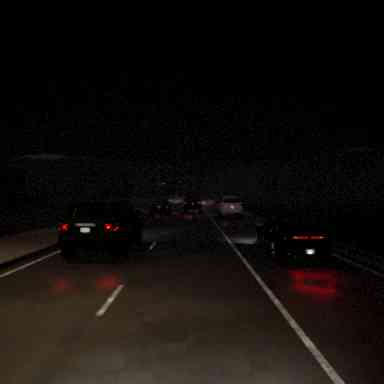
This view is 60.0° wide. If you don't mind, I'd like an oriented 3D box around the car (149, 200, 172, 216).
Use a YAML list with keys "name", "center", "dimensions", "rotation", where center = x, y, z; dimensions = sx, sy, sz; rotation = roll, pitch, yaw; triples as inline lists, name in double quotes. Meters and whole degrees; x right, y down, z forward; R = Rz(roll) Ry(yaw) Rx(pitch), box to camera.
- name: "car"
  center: [-3.311, 1.602, 35.928]
  dimensions: [2.097, 1.767, 4.553]
  rotation: [0, 0, 0]

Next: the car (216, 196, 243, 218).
- name: "car"
  center: [3.681, 1.454, 32.944]
  dimensions: [2.150, 2.045, 5.566]
  rotation: [0, 0, 0]

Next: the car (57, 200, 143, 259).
- name: "car"
  center: [-3.369, 1.313, 13.189]
  dimensions: [2.150, 2.045, 5.566]
  rotation: [0, 0, 0]

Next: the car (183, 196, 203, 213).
- name: "car"
  center: [0.121, 1.504, 40.503]
  dimensions: [2.150, 2.045, 5.566]
  rotation: [0, -1, 1]

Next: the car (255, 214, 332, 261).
- name: "car"
  center: [3.632, 1.595, 12.624]
  dimensions: [1.837, 1.490, 4.892]
  rotation: [0, 0, 0]
